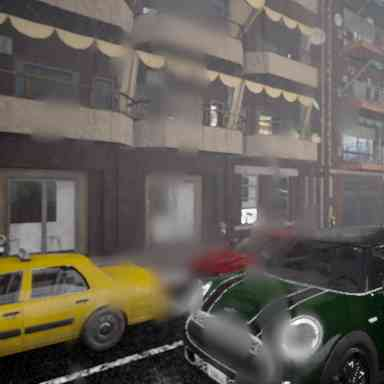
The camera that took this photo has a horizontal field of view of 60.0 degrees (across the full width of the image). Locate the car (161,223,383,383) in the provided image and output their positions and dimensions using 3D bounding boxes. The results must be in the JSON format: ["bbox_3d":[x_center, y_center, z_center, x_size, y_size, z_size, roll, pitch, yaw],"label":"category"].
[{"bbox_3d":[2.096,1.386,4.877,4.553,1.767,2.097,1,0,-36],"label":"car"}]

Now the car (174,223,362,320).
[{"bbox_3d":[1.973,1.593,7.977,4.507,1.381,1.887,1,-1,-36],"label":"car"}]

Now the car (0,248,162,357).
[{"bbox_3d":[-2.662,1.529,4.667,4.829,1.417,1.752,1,-1,-36],"label":"car"}]
